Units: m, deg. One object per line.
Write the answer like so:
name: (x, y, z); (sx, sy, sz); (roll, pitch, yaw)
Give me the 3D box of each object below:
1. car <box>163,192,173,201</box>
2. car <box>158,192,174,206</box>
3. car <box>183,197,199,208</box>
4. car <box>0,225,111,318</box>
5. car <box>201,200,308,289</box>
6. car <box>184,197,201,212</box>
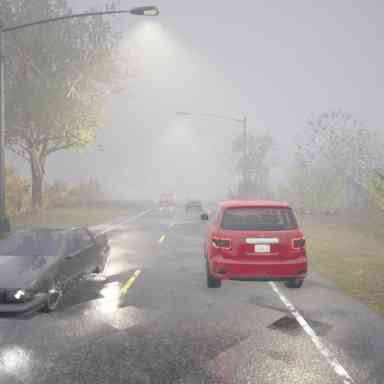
car: (-5.707, 1.015, 77.989); (2.150, 2.045, 5.566); (0, 0, -5)
car: (-3.995, 1.125, 51.698); (2.150, 2.045, 5.566); (0, 0, -3)
car: (-0.213, 1.456, 48.945); (2.033, 1.411, 5.357); (0, 0, -2)
car: (-3.415, 1.543, 7.892); (2.033, 1.411, 5.357); (0, 0, 1)
car: (1.455, 1.217, 9.325); (2.150, 2.045, 5.566); (0, 0, 1)
car: (0.172, 1.441, 38.591); (1.837, 1.490, 4.892); (0, 0, -2)
